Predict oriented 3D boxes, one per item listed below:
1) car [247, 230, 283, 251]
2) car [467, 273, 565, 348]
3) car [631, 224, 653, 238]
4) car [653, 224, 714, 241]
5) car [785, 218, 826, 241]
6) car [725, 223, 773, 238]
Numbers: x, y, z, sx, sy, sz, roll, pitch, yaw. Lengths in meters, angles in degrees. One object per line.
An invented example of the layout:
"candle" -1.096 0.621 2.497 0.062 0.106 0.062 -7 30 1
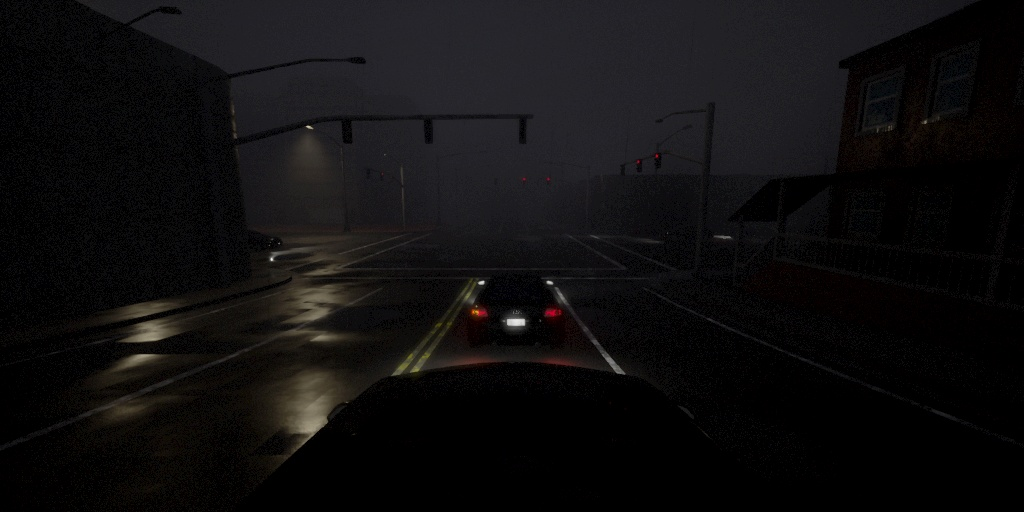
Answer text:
"car" -19.960 -1.191 26.992 4.892 1.490 1.837 0 8 1
"car" 0.093 1.090 8.707 1.994 1.385 4.181 0 3 0
"car" 14.959 -2.644 37.394 4.718 1.301 1.895 0 8 1
"car" 16.400 -2.226 33.895 4.892 1.490 1.837 0 8 0
"car" 28.701 -2.502 33.772 5.566 2.045 2.150 0 8 0
"car" 24.661 -2.678 37.315 4.181 1.385 1.994 0 8 0
